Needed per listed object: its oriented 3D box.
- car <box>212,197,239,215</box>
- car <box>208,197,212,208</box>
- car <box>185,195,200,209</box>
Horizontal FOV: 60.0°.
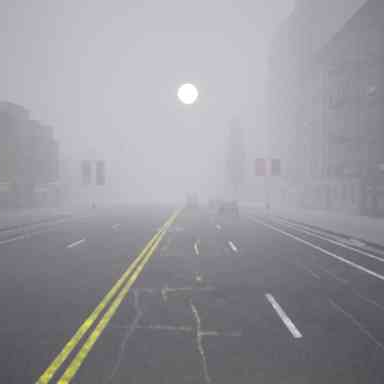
[{"bbox_3d":[3.352,1.402,32.010,2.128,1.511,4.902,0,0,0],"label":"car"},{"bbox_3d":[3.280,1.483,47.246,2.128,1.511,4.902,0,0,0],"label":"car"},{"bbox_3d":[0.111,1.526,45.390,2.033,1.411,5.357,0,0,0],"label":"car"}]
